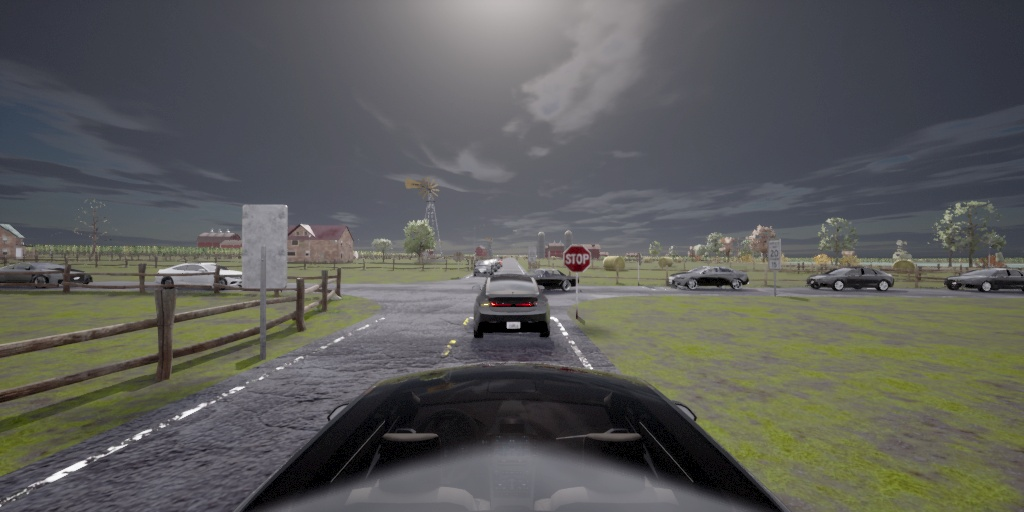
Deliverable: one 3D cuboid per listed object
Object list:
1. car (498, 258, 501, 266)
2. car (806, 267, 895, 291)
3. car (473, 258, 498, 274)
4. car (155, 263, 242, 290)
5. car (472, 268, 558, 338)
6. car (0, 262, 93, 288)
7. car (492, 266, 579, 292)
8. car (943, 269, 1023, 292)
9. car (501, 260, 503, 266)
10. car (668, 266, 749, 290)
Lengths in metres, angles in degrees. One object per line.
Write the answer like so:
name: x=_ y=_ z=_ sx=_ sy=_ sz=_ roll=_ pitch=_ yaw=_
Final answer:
car: x=-2.849 y=1.241 z=46.337 sx=2.128 sy=1.511 sz=4.902 roll=0 pitch=0 yaw=0
car: x=22.201 y=1.499 z=23.648 sx=4.892 sy=1.490 sz=1.837 roll=1 pitch=-1 yaw=-1
car: x=-2.856 y=1.243 z=36.891 sx=2.128 sy=1.511 sz=4.902 roll=0 pitch=0 yaw=0
car: x=-17.242 y=1.103 z=20.162 sx=4.674 sy=1.442 sz=1.812 roll=1 pitch=-1 yaw=-1
car: x=-0.073 y=1.256 z=10.204 sx=1.837 sy=1.490 sz=4.892 roll=0 pitch=0 yaw=-3
car: x=-26.362 y=1.048 z=20.041 sx=4.181 sy=1.385 sz=1.994 roll=1 pitch=-1 yaw=-1
car: x=1.501 y=1.369 z=20.250 sx=4.718 sy=1.301 sz=1.895 roll=1 pitch=0 yaw=-35
car: x=31.704 y=1.587 z=23.768 sx=4.892 sy=1.490 sz=1.837 roll=1 pitch=-1 yaw=-1
car: x=-2.817 y=1.240 z=55.879 sx=2.128 sy=1.511 sz=4.902 roll=0 pitch=0 yaw=0
car: x=12.800 y=1.397 z=23.478 sx=4.902 sy=1.511 sz=2.128 roll=1 pitch=-1 yaw=-2
